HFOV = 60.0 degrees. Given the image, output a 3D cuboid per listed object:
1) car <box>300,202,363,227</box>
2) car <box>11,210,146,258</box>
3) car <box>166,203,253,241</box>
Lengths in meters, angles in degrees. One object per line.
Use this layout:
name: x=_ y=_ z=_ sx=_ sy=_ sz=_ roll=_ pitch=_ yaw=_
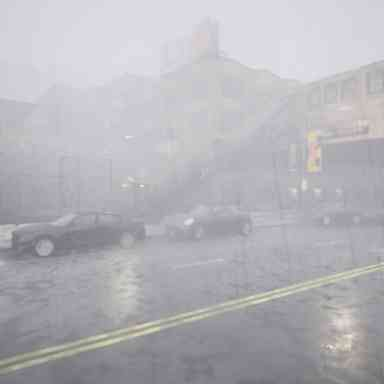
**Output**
car: x=9.708 y=1.488 z=23.089 sx=4.892 sy=1.521 sz=2.231 roll=0 pitch=0 yaw=-26
car: x=-4.232 y=1.481 z=13.013 sx=5.008 sy=1.535 sz=2.097 roll=0 pitch=0 yaw=-36
car: x=0.917 y=1.358 z=16.858 sx=4.553 sy=1.767 sz=2.185 roll=0 pitch=0 yaw=-36
